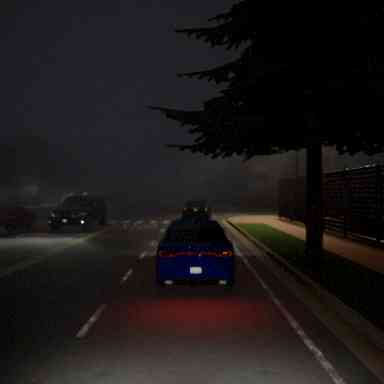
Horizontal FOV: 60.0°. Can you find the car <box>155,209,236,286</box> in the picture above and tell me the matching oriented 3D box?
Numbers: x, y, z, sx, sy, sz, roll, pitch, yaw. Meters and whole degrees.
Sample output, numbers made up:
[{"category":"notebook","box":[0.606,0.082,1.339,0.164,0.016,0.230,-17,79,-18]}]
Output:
[{"category":"car","box":[0.084,1.488,9.489,1.882,1.535,5.008,0,0,0]}]

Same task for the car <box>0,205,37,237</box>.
[{"category":"car","box":[-10.539,1.497,18.577,1.882,1.535,5.008,0,0,0]}]

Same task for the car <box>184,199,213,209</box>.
[{"category":"car","box":[0.560,1.380,27.250,2.097,1.767,4.553,0,0,8]}]

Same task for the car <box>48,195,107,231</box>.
[{"category":"car","box":[-7.011,1.240,21.093,2.150,2.045,5.566,0,0,0]}]
